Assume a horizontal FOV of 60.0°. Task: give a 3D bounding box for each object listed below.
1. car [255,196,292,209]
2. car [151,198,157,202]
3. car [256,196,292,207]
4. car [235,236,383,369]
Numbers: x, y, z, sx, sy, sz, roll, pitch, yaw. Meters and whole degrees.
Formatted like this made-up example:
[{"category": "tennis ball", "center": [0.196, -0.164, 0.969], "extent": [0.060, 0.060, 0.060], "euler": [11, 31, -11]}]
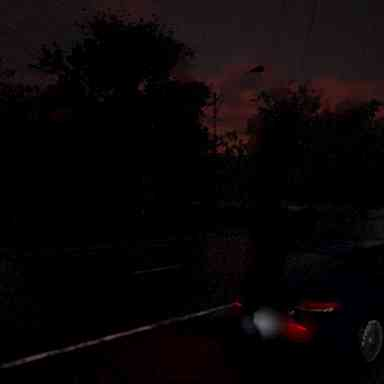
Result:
[{"category": "car", "center": [10.041, 1.272, 41.332], "extent": [1.837, 1.490, 4.892], "euler": [-1, 0, -37]}, {"category": "car", "center": [-5.804, 1.378, 62.087], "extent": [1.895, 1.301, 4.718], "euler": [-1, 0, -37]}, {"category": "car", "center": [11.221, 1.265, 45.546], "extent": [1.812, 1.442, 4.674], "euler": [-1, 0, -37]}, {"category": "car", "center": [2.804, 1.499, 5.658], "extent": [4.674, 1.442, 1.812], "euler": [0, 0, -35]}]
